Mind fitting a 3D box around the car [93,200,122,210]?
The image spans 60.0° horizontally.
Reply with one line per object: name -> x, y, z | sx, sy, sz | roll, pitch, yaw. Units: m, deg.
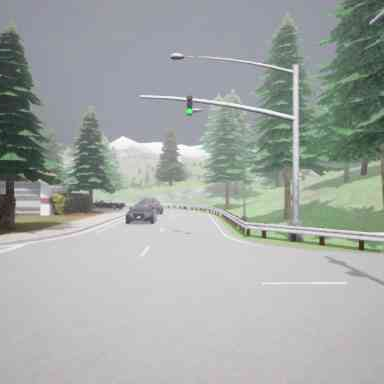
car -> -10.949, 1.607, 42.555 | 4.718, 1.301, 1.895 | 0, 0, 15

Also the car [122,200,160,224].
car -> -3.721, 1.564, 24.951 | 1.994, 1.385, 4.181 | 0, 0, -2

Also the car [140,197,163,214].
car -> -4.455, 1.352, 34.749 | 2.097, 1.767, 4.553 | 0, 0, -19
